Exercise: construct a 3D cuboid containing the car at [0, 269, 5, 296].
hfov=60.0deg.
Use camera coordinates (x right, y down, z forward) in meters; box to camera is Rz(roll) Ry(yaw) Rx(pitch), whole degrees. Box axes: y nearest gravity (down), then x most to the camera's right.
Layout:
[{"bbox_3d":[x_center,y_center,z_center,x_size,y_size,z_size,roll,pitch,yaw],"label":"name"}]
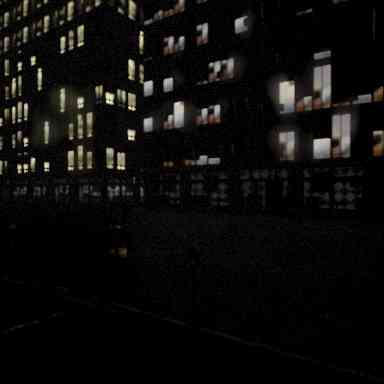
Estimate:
[{"bbox_3d":[-5.781,1.519,6.991,4.829,1.417,1.752,0,0,35],"label":"car"}]
